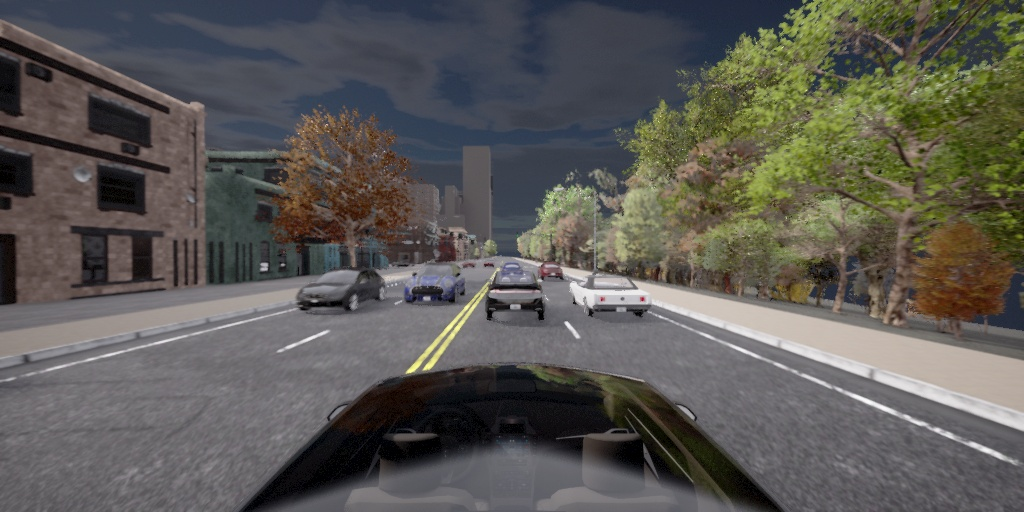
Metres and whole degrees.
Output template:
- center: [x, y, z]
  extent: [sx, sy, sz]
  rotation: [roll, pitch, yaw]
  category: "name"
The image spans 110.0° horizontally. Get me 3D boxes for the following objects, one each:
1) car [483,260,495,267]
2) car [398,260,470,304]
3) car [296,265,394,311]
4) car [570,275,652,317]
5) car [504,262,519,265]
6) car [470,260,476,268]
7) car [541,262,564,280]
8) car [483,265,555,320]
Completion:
- center: [-3.858, 1.402, 60.640]
  extent: [1.895, 1.301, 4.718]
  rotation: [0, 0, -1]
  category: "car"
- center: [-3.361, 1.100, 16.398]
  extent: [2.097, 1.767, 4.553]
  rotation: [0, 0, 0]
  category: "car"
- center: [-6.606, 1.253, 14.416]
  extent: [1.837, 1.490, 4.892]
  rotation: [0, 0, 0]
  category: "car"
- center: [3.349, 1.350, 13.187]
  extent: [1.895, 1.301, 4.718]
  rotation: [0, 0, 0]
  category: "car"
- center: [-0.026, 1.273, 30.784]
  extent: [1.812, 1.442, 4.674]
  rotation: [0, 0, -1]
  category: "car"
- center: [-7.108, 1.355, 60.586]
  extent: [1.895, 1.301, 4.718]
  rotation: [0, 0, -1]
  category: "car"
- center: [3.224, 1.272, 30.775]
  extent: [1.812, 1.442, 4.674]
  rotation: [0, 0, -1]
  category: "car"
- center: [0.100, 1.240, 12.684]
  extent: [2.128, 1.511, 4.902]
  rotation: [0, 0, 0]
  category: "car"
